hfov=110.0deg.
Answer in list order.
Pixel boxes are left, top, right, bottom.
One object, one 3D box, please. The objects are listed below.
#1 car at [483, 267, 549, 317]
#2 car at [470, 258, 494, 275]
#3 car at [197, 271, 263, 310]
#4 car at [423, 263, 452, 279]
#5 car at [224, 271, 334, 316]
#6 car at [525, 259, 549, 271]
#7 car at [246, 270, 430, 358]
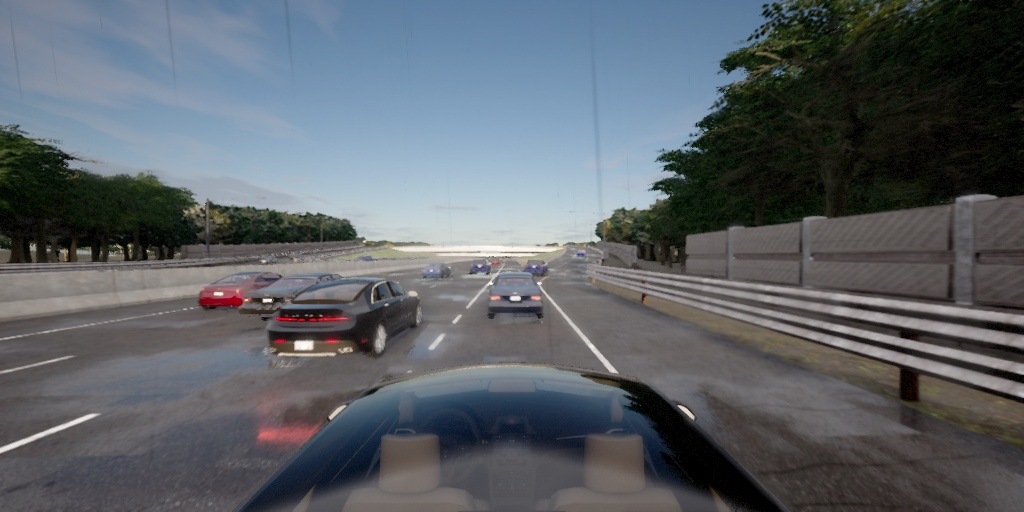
[{"bbox_3d":[0.117,1.298,13.067,2.033,1.411,5.357,0,0,0],"label":"car"},{"bbox_3d":[-3.423,1.105,40.150,2.097,1.767,4.553,0,0,0],"label":"car"},{"bbox_3d":[-10.378,1.314,14.704,1.994,1.385,4.181,0,0,0],"label":"car"},{"bbox_3d":[-6.831,1.300,32.863,2.033,1.411,5.357,0,0,0],"label":"car"},{"bbox_3d":[-6.884,1.298,12.622,2.033,1.411,5.357,0,0,0],"label":"car"},{"bbox_3d":[2.661,1.131,37.961,2.097,1.767,4.553,2,0,13],"label":"car"},{"bbox_3d":[-3.494,1.259,8.453,1.837,1.490,4.892,0,0,0],"label":"car"}]
